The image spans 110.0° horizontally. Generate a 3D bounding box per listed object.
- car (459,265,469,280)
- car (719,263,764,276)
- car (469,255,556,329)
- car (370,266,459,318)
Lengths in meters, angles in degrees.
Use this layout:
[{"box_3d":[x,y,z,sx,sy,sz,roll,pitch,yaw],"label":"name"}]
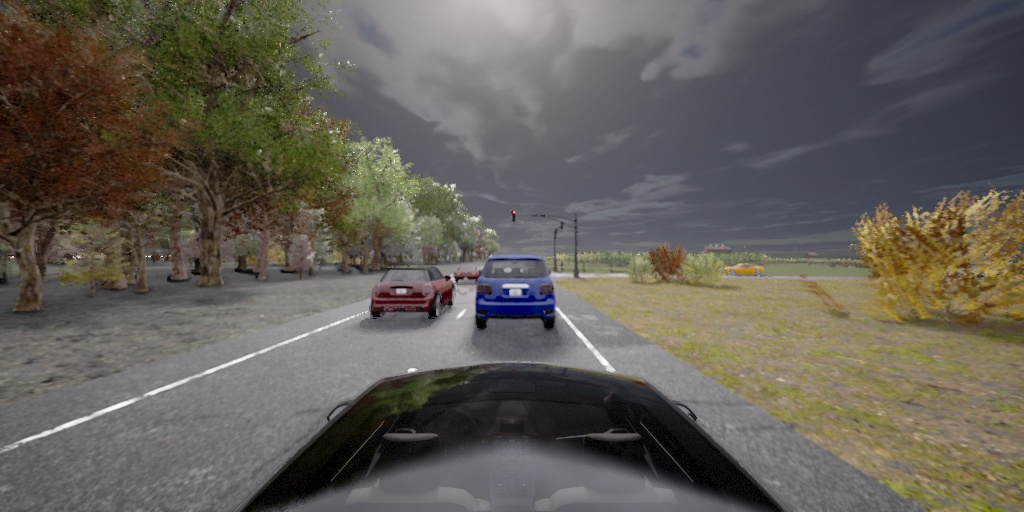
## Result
[{"box_3d":[-3.453,1.411,29.083,1.895,1.301,4.718,0,0,0],"label":"car"},{"box_3d":[28.182,1.675,44.139,5.008,1.535,1.882,1,-1,0],"label":"car"},{"box_3d":[0.084,0.992,11.437,2.150,2.045,5.566,0,0,0],"label":"car"},{"box_3d":[-3.421,1.126,13.182,2.097,1.767,4.553,0,0,0],"label":"car"}]
